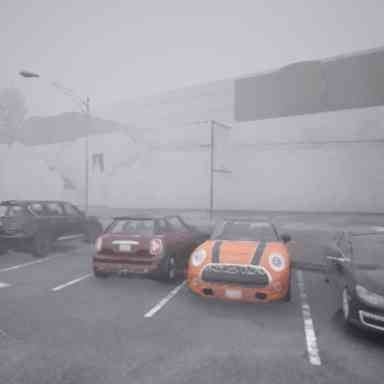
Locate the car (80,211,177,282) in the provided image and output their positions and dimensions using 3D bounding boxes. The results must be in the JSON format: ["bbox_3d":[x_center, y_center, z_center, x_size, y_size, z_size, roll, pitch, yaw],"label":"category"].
[{"bbox_3d":[-1.072,1.422,10.210,2.185,1.767,4.553,-1,-1,15],"label":"car"}]

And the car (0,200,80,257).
[{"bbox_3d":[-5.947,1.362,13.755,2.435,2.045,5.566,-1,-1,16],"label":"car"}]

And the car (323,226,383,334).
[{"bbox_3d":[3.832,1.495,6.759,2.231,1.521,4.892,0,-1,15],"label":"car"}]

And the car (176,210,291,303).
[{"bbox_3d":[1.396,1.395,8.528,2.185,1.767,4.553,0,-1,15],"label":"car"}]
